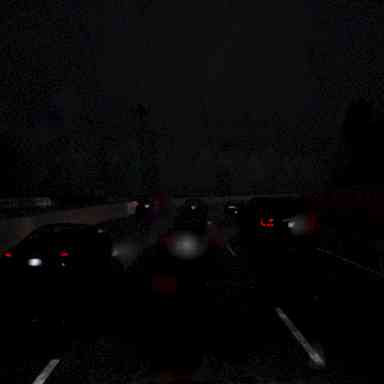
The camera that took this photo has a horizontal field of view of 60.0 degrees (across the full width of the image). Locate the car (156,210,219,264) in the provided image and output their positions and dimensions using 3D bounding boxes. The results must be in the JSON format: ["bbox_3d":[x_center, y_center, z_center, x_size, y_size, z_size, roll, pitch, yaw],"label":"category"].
[{"bbox_3d":[-0.173,1.558,11.846,1.994,1.385,4.181,0,0,-1],"label":"car"}]

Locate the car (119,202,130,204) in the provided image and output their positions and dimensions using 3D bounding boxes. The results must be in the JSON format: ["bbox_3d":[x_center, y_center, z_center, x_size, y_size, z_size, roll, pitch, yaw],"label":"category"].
[{"bbox_3d":[-9.939,1.539,50.035,1.812,1.442,4.674,0,0,17],"label":"car"}]

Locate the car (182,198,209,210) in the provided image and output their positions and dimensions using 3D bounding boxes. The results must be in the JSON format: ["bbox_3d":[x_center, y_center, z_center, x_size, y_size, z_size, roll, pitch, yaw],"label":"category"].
[{"bbox_3d":[0.343,1.332,29.501,2.097,1.767,4.553,0,0,6],"label":"car"}]

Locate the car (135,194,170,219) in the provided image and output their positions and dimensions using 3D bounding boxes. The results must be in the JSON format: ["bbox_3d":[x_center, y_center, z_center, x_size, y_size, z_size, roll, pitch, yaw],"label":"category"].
[{"bbox_3d":[-3.292,1.217,28.757,2.150,2.045,5.566,0,0,5],"label":"car"}]

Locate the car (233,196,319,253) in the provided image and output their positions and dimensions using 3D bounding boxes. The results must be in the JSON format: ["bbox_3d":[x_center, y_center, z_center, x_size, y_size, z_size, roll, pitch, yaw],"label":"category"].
[{"bbox_3d":[3.292,1.196,13.716,2.150,2.045,5.566,0,0,-1],"label":"car"}]

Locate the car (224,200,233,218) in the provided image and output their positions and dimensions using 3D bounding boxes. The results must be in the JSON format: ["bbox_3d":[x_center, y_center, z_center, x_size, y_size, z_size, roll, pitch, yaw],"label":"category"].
[{"bbox_3d":[3.892,1.455,29.825,2.128,1.511,4.902,0,0,6],"label":"car"}]

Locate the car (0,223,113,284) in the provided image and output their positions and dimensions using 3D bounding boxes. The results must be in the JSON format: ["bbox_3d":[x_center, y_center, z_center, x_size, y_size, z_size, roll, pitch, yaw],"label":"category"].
[{"bbox_3d":[-3.630,1.574,9.623,1.994,1.385,4.181,0,0,-1],"label":"car"}]

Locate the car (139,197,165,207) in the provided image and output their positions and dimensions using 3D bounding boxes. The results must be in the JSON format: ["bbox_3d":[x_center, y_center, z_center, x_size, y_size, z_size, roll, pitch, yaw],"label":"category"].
[{"bbox_3d":[-6.047,1.488,50.746,2.128,1.511,4.902,0,0,18],"label":"car"}]
